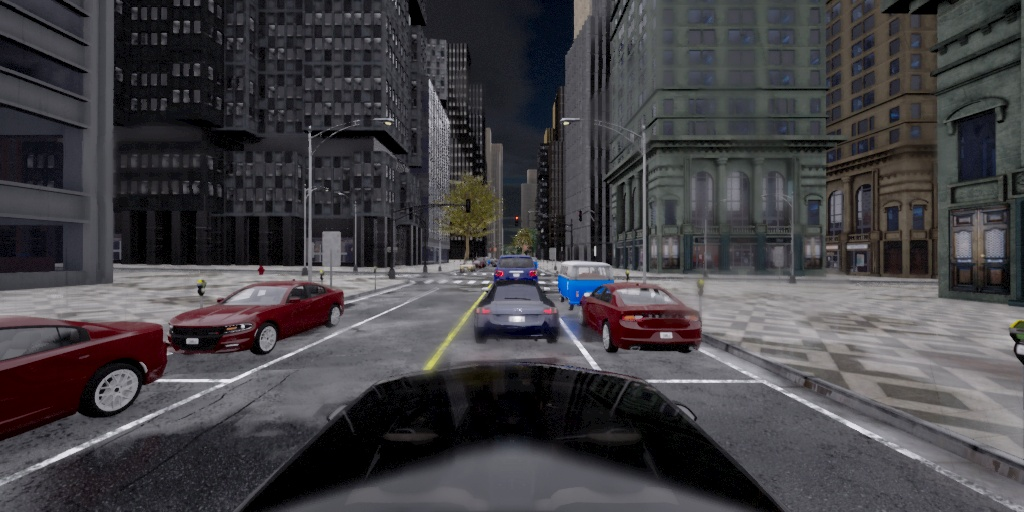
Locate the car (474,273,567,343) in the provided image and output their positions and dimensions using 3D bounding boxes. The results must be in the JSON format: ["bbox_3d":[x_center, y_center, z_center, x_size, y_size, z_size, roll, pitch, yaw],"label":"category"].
[{"bbox_3d":[0.110,1.315,9.653,1.994,1.385,4.181,0,0,0],"label":"car"}]

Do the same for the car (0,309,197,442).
[{"bbox_3d":[-5.776,1.295,3.196,1.888,1.381,4.507,0,0,0],"label":"car"}]

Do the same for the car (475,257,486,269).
[{"bbox_3d":[-5.702,1.326,57.394,1.888,1.381,4.507,0,0,0],"label":"car"}]

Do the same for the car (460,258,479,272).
[{"bbox_3d":[-5.720,1.297,46.644,1.751,1.417,4.829,0,0,0],"label":"car"}]

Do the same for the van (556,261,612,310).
[{"bbox_3d":[2.790,1.093,14.219,1.690,1.789,3.998,0,0,0],"label":"van"}]

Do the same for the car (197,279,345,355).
[{"bbox_3d":[-5.772,1.296,8.721,1.888,1.381,4.507,0,0,0],"label":"car"}]

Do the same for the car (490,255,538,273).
[{"bbox_3d":[0.139,0.975,19.066,2.150,2.045,5.566,0,0,-1],"label":"car"}]

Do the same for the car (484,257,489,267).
[{"bbox_3d":[-5.697,1.101,62.683,2.192,1.841,5.009,0,0,0],"label":"car"}]

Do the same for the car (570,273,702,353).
[{"bbox_3d":[2.784,1.296,8.694,1.888,1.381,4.507,0,0,0],"label":"car"}]
